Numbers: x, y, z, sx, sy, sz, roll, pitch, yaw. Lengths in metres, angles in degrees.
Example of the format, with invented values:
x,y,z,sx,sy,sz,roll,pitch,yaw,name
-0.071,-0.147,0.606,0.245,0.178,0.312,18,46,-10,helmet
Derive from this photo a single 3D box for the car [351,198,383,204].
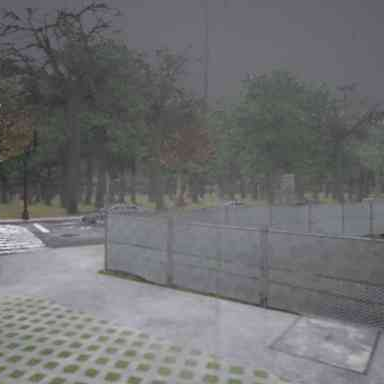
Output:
x,y,z,sx,sy,sz,roll,pitch,yaw,name
20.388,1.439,38.727,4.892,1.490,1.837,0,0,-31,car

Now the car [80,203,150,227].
x,y,z,sx,sy,sz,roll,pitch,yaw,name
-5.261,1.565,23.224,4.902,1.511,2.128,0,0,-32,car

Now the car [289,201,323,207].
x,y,z,sx,sy,sz,roll,pitch,yaw,name
11.525,1.547,33.411,4.181,1.385,1.994,0,0,-31,car

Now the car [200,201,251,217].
x,y,z,sx,sy,sz,roll,pitch,yaw,name
2.928,1.521,28.218,4.902,1.511,2.128,0,0,-31,car
